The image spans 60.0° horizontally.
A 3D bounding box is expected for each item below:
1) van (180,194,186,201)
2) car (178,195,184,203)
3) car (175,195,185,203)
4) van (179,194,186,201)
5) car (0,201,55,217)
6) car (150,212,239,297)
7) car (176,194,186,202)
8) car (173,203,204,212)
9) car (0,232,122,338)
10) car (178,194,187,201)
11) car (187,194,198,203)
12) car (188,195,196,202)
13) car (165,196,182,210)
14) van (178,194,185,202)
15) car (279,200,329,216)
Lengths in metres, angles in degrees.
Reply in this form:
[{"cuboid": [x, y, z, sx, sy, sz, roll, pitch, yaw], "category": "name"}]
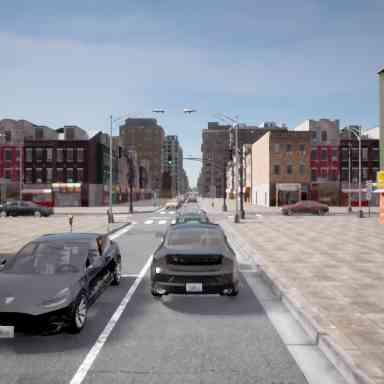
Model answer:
[{"cuboid": [-2.551, 1.560, 95.010, 1.690, 1.788, 3.998, 0, 0, 0], "category": "van"}, {"cuboid": [-2.591, 1.608, 50.166, 1.887, 1.381, 4.507, 0, 0, 0], "category": "car"}, {"cuboid": [-2.571, 1.573, 72.587, 1.967, 1.590, 4.097, 0, 0, 0], "category": "car"}, {"cuboid": [-2.556, 1.537, 89.404, 1.690, 1.788, 3.998, 0, 0, 0], "category": "van"}, {"cuboid": [-14.739, 1.542, 29.474, 4.892, 1.490, 1.837, 0, 0, 0], "category": "car"}, {"cuboid": [0.078, 1.508, 8.580, 1.837, 1.490, 4.892, 0, 0, 1], "category": "car"}, {"cuboid": [-2.566, 1.468, 78.193, 2.192, 1.841, 5.009, 0, 0, 0], "category": "car"}, {"cuboid": [-0.056, 1.613, 20.898, 1.895, 1.301, 4.718, 0, 0, -2], "category": "car"}, {"cuboid": [-2.628, 1.567, 6.791, 1.947, 1.339, 4.313, 0, 0, 0], "category": "car"}, {"cuboid": [-2.576, 1.553, 66.982, 1.967, 1.590, 4.097, 0, 0, 0], "category": "car"}, {"cuboid": [0.069, 1.693, 74.667, 1.994, 1.385, 4.181, 0, 0, 0], "category": "car"}, {"cuboid": [0.072, 1.654, 84.367, 1.882, 1.535, 5.008, 0, 0, 0], "category": "car"}, {"cuboid": [-2.596, 1.575, 44.391, 1.752, 1.417, 4.829, 0, 0, 0], "category": "car"}, {"cuboid": [-2.561, 1.515, 83.799, 1.690, 1.788, 3.998, 0, 0, 0], "category": "van"}, {"cuboid": [10.866, 1.538, 32.364, 4.674, 1.442, 1.812, 0, 0, 0], "category": "car"}]
